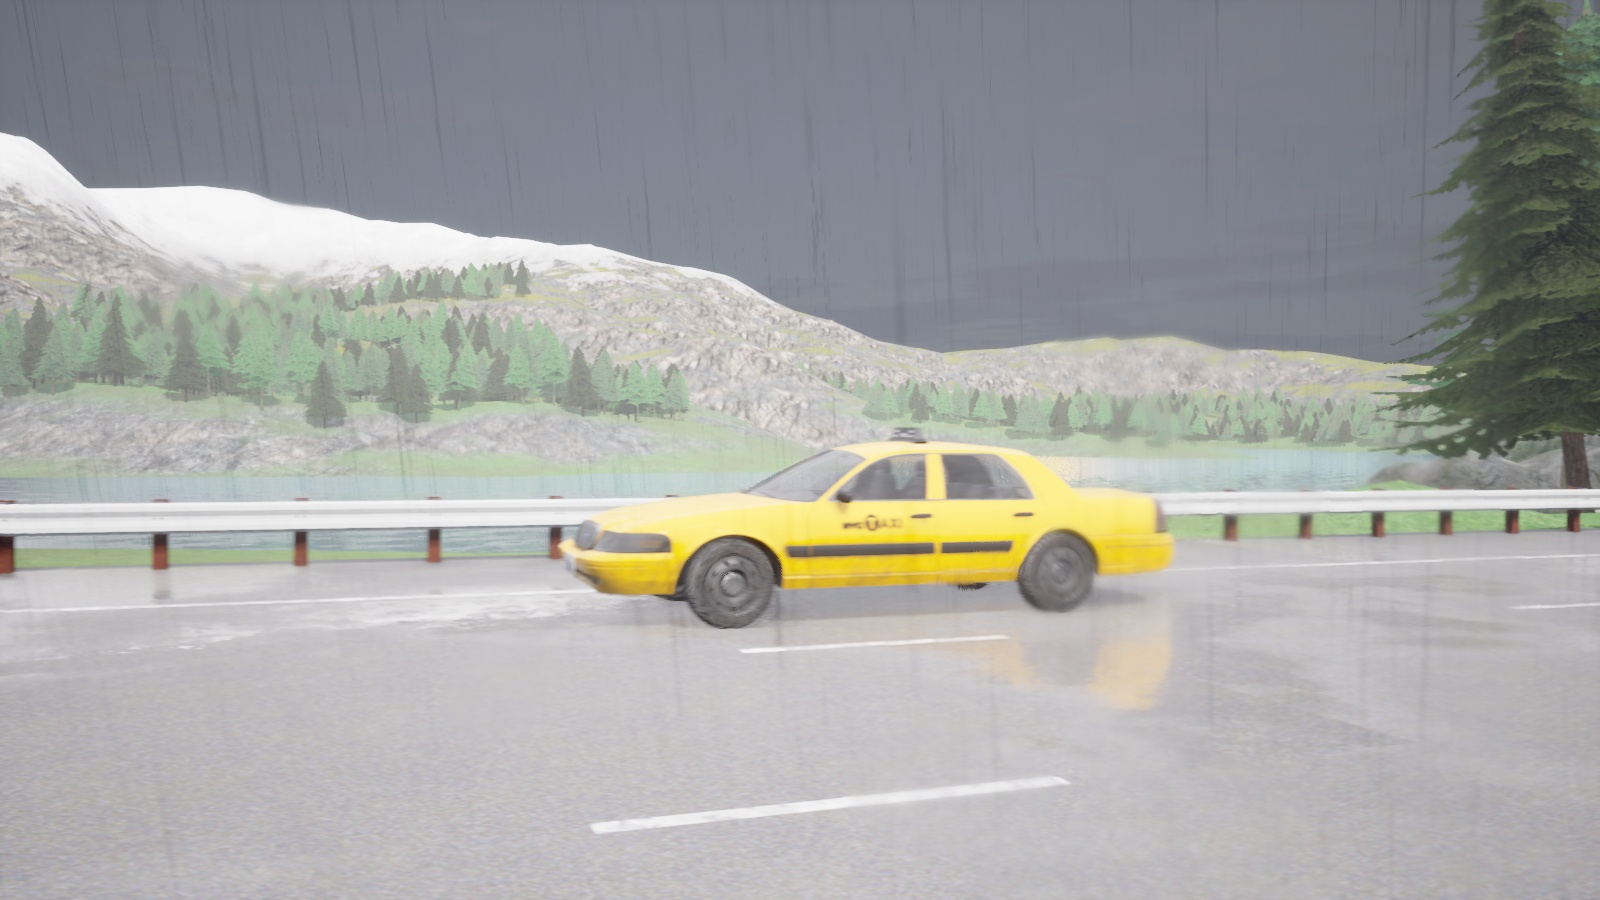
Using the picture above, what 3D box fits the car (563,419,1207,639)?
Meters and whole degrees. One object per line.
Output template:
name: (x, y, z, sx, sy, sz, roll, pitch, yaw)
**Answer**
car: (0.777, 0.549, 11.020, 5.366, 1.575, 1.801, -1, 1, -21)
